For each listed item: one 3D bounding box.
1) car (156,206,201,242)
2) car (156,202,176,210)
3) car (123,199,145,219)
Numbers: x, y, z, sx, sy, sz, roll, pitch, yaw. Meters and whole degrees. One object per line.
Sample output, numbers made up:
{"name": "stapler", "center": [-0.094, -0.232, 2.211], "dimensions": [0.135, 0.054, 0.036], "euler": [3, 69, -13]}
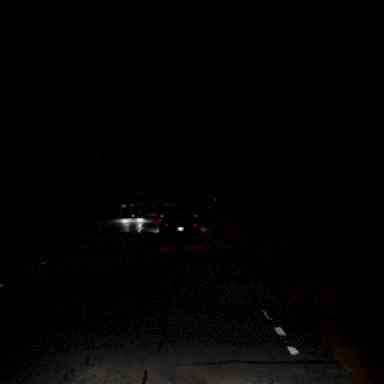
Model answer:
{"name": "car", "center": [-0.663, 1.645, 16.961], "dimensions": [1.994, 1.385, 4.181], "euler": [0, 0, -4]}
{"name": "car", "center": [-2.549, 1.702, 33.116], "dimensions": [1.812, 1.442, 4.674], "euler": [0, 0, -9]}
{"name": "car", "center": [-5.533, 1.721, 31.745], "dimensions": [2.033, 1.411, 5.357], "euler": [0, 0, -8]}
